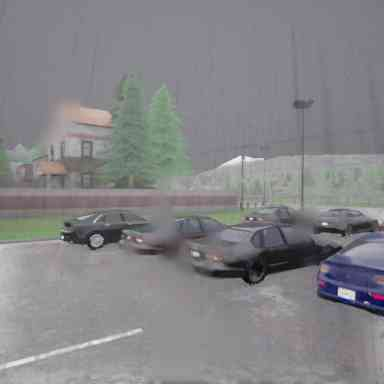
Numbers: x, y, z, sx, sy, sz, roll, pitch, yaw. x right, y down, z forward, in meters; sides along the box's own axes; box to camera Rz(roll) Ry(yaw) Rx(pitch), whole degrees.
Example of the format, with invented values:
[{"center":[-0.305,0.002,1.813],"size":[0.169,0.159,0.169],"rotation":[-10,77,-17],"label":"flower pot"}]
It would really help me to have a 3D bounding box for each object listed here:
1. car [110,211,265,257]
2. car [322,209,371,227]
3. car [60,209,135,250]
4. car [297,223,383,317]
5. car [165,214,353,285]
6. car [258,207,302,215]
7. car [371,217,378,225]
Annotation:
[{"center":[0.003,1.574,12.347],"size":[5.357,1.411,2.033],"rotation":[0,0,-36],"label":"car"},{"center":[8.521,1.629,18.425],"size":[4.181,1.385,1.994],"rotation":[0,0,-35],"label":"car"},{"center":[-3.100,1.527,14.441],"size":[4.892,1.490,1.837],"rotation":[0,0,-36],"label":"car"},{"center":[4.483,1.554,6.938],"size":[4.674,1.442,1.812],"rotation":[0,0,-35],"label":"car"},{"center":[2.134,1.574,9.568],"size":[5.357,1.411,2.033],"rotation":[0,0,-35],"label":"car"},{"center":[5.432,1.608,20.520],"size":[5.357,1.411,2.033],"rotation":[0,0,-35],"label":"car"},{"center":[10.556,1.629,15.573],"size":[4.181,1.385,1.994],"rotation":[0,0,-36],"label":"car"}]
